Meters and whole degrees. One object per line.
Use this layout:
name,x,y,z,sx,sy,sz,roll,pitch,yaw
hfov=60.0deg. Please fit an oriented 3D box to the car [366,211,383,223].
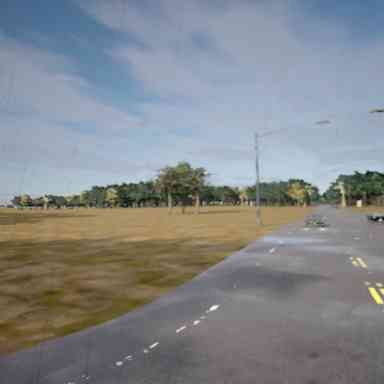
car,22.321,3.001,40.182,1.895,1.301,4.718,-2,-3,21

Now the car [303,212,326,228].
car,12.546,2.825,33.911,1.837,1.490,4.892,-3,-3,22
